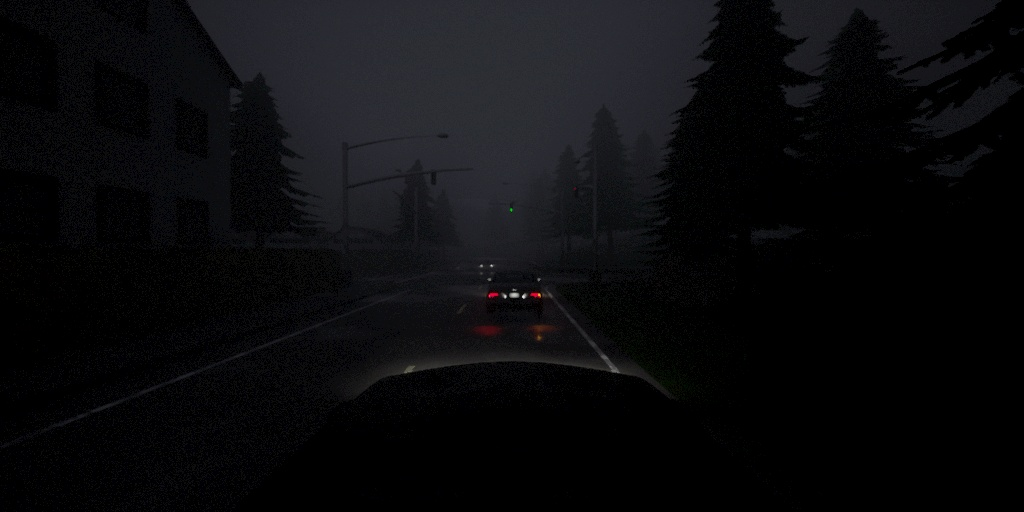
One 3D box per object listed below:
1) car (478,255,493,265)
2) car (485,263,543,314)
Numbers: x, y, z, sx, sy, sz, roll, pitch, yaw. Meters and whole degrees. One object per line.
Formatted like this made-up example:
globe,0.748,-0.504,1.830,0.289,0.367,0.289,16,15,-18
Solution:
car,-3.949,0.536,52.686,1.812,1.442,4.674,0,1,-11
car,0.080,1.136,12.790,2.033,1.411,5.357,0,1,0
